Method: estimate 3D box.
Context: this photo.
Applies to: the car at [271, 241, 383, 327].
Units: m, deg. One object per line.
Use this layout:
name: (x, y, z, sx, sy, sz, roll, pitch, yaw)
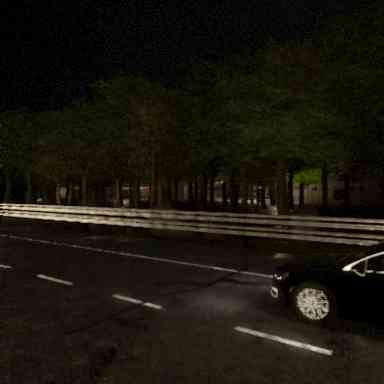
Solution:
car: (3.758, 1.506, 5.489, 4.892, 1.490, 1.837, 0, 0, 36)
